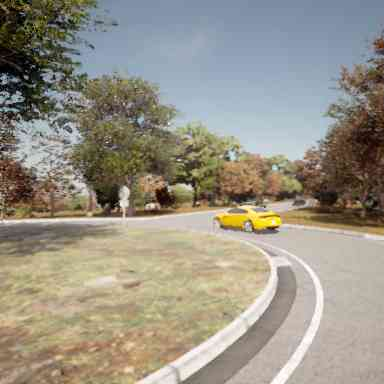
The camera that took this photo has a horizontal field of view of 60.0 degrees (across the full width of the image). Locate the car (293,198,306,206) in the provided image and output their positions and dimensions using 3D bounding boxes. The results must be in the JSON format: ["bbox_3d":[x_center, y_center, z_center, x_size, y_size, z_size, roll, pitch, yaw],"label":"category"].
[{"bbox_3d":[20.515,1.827,62.924,1.837,1.490,4.892,-1,0,29],"label":"car"}]

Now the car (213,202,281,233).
[{"bbox_3d":[3.311,1.636,21.050,1.882,1.535,5.008,0,-1,-32],"label":"car"}]

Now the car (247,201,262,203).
[{"bbox_3d":[7.406,1.750,39.141,1.882,1.535,5.008,-1,-1,30],"label":"car"}]
